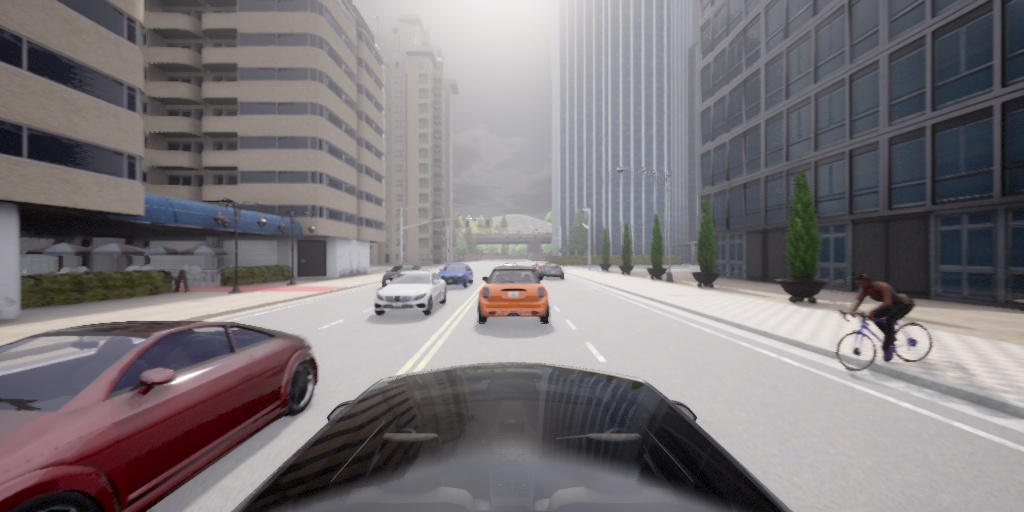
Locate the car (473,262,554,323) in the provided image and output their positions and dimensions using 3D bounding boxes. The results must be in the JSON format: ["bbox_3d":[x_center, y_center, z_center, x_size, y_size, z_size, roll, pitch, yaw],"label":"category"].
[{"bbox_3d":[0.037,1.098,12.228,2.097,1.767,4.553,0,0,0],"label":"car"}]

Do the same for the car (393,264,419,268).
[{"bbox_3d":[-7.124,1.299,23.977,1.837,1.490,4.892,0,0,0],"label":"car"}]

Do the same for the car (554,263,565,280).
[{"bbox_3d":[3.384,1.296,31.305,1.994,1.385,4.181,0,0,0],"label":"car"}]

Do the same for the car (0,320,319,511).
[{"bbox_3d":[-3.600,1.322,3.161,1.994,1.385,4.181,0,0,0],"label":"car"}]

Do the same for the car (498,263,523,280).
[{"bbox_3d":[-0.113,1.304,31.378,1.994,1.385,4.181,0,0,0],"label":"car"}]

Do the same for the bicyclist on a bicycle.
[{"bbox_3d":[6.218,1.083,6.059,1.656,1.620,0.582,-9,0,0],"label":"bicyclist on a bicycle"}]

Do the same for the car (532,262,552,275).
[{"bbox_3d":[3.281,1.330,40.115,1.895,1.301,4.718,0,0,0],"label":"car"}]

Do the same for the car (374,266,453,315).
[{"bbox_3d":[-3.650,1.280,13.681,1.812,1.442,4.674,0,0,0],"label":"car"}]

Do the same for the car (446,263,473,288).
[{"bbox_3d":[-3.706,1.228,24.102,1.882,1.535,5.008,0,0,0],"label":"car"}]
